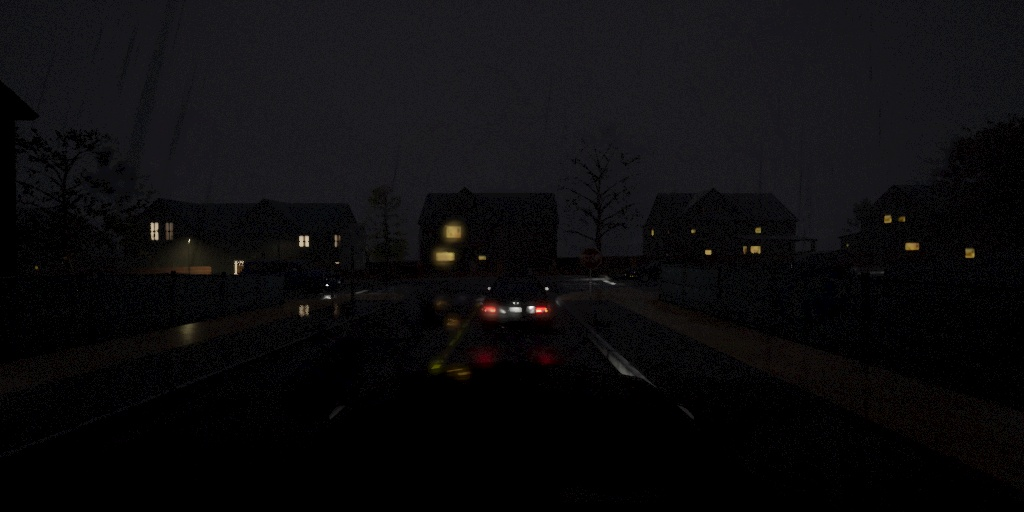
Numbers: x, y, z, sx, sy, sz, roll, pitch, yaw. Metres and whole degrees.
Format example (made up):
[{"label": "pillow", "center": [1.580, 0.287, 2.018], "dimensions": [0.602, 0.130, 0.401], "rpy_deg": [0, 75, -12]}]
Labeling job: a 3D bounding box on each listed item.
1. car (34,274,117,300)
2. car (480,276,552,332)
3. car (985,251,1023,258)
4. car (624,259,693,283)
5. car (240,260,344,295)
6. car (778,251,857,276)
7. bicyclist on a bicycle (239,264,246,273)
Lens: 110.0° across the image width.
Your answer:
[{"label": "car", "center": [-25.205, 1.802, 21.276], "dimensions": [5.008, 1.535, 1.882], "rpy_deg": [-2, 1, 0]}, {"label": "car", "center": [0.169, 1.297, 10.842], "dimensions": [2.033, 1.411, 5.357], "rpy_deg": [0, 0, 2]}, {"label": "car", "center": [33.909, 0.380, 24.069], "dimensions": [4.902, 1.511, 2.128], "rpy_deg": [-1, 1, 0]}, {"label": "car", "center": [10.065, 0.953, 24.141], "dimensions": [4.892, 1.490, 1.837], "rpy_deg": [-1, 1, 0]}, {"label": "car", "center": [-13.001, 1.256, 21.240], "dimensions": [5.566, 2.045, 2.150], "rpy_deg": [-1, 1, 0]}, {"label": "car", "center": [20.212, 0.560, 24.118], "dimensions": [4.553, 1.767, 2.097], "rpy_deg": [-1, 1, 0]}, {"label": "bicyclist on a bicycle", "center": [-20.072, 1.418, 27.110], "dimensions": [0.582, 1.620, 1.656], "rpy_deg": [-1, 1, 0]}]
